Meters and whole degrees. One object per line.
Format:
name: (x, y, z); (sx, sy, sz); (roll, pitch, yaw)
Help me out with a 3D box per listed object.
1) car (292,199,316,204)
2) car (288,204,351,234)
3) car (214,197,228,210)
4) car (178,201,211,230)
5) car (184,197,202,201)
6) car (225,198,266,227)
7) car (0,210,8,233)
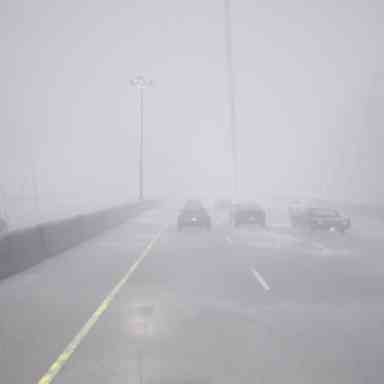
car: (10.644, 1.400, 31.784); (1.812, 1.442, 4.674); (0, 1, 0)
car: (7.125, 1.571, 19.067); (1.895, 1.301, 4.718); (0, 0, 0)
car: (3.654, 1.317, 38.716); (1.812, 1.442, 4.674); (0, 1, 0)
car: (0.128, 1.518, 20.945); (1.994, 1.385, 4.181); (0, 0, 0)
car: (0.153, 1.289, 38.051); (2.128, 1.511, 4.902); (0, 1, 0)
car: (3.632, 1.425, 22.437); (1.882, 1.535, 5.008); (0, 1, 0)
car: (-10.571, 1.536, 15.558); (1.994, 1.385, 4.181); (0, 0, 0)
